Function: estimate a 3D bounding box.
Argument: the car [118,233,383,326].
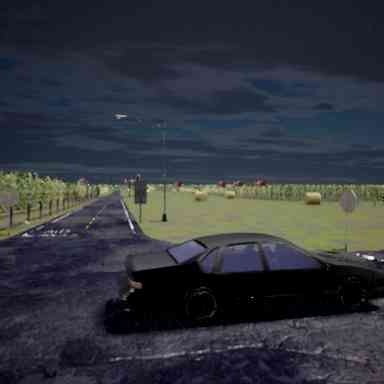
[{"bbox_3d":[1.249,1.572,6.752,5.357,1.411,2.033,0,0,-13],"label":"car"}]
